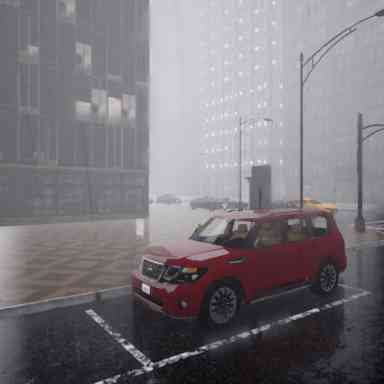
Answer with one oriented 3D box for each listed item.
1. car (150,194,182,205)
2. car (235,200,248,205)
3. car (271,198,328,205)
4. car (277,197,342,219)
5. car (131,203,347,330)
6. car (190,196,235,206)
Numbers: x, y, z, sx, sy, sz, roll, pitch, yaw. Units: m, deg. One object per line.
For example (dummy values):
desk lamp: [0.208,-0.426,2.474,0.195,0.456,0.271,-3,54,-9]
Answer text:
car: [-3.277,1.011,46.272,2.128,1.511,4.902,0,1,-36]
car: [3.999,1.271,36.439,1.895,1.301,4.718,0,1,-37]
car: [7.625,1.340,26.094,2.033,1.411,5.357,0,1,-37]
car: [9.910,1.270,28.471,1.882,1.535,5.008,0,1,-37]
car: [1.268,1.315,7.083,5.009,1.841,2.192,0,0,-35]
car: [1.703,1.161,34.079,2.128,1.511,4.902,0,1,-37]
